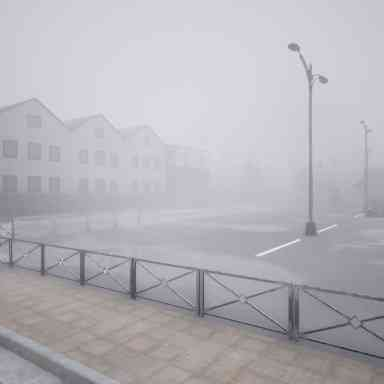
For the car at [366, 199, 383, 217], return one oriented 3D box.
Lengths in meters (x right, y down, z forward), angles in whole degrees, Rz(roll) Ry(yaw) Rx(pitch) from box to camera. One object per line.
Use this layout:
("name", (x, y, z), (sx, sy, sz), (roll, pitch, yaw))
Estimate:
("car", (15.339, 1.298, 26.865), (2.007, 1.523, 4.514), (0, 0, 35))
